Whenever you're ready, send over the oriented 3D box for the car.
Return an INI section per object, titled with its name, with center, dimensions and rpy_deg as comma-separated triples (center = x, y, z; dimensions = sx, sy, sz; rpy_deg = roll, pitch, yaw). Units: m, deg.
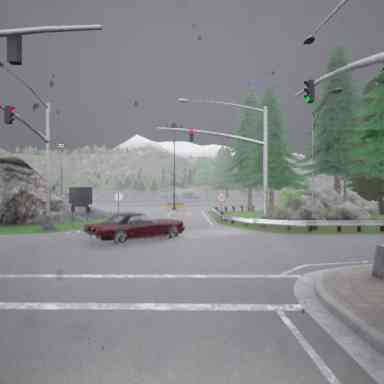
[car]
center = -2.669, 1.704, 16.248
dimensions = 4.718, 1.301, 1.895
rpy_deg = 0, 0, -38
